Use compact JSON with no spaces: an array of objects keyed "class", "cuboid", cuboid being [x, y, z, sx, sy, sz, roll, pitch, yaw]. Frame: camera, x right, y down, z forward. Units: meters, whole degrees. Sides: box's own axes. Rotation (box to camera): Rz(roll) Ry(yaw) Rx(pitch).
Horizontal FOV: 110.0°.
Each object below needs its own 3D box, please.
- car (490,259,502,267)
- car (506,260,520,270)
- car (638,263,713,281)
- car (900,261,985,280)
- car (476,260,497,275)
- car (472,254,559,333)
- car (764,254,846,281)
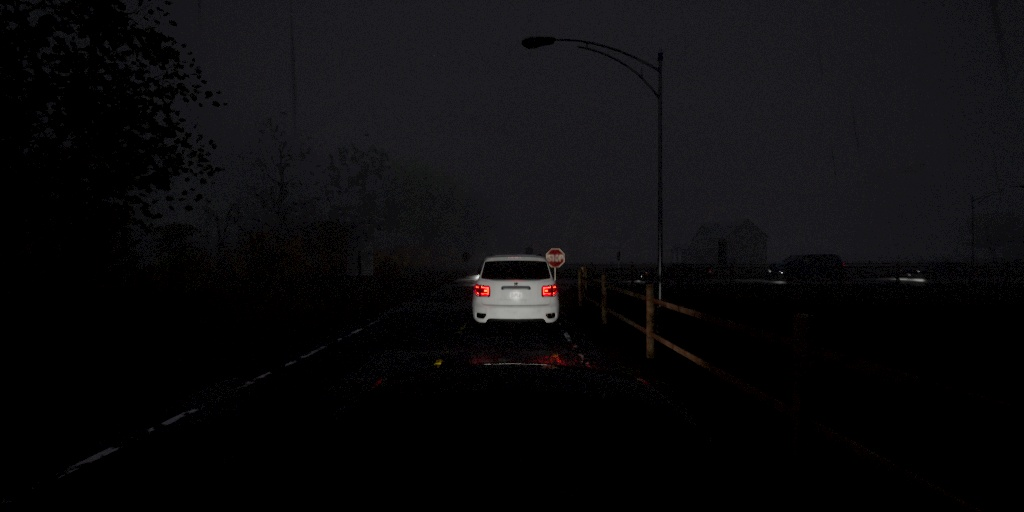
[{"class":"car","cuboid":[-2.773,1.216,63.531,1.812,1.442,4.674,0,0,1]},{"class":"car","cuboid":[0.111,1.314,51.784,1.895,1.301,4.718,0,0,0]},{"class":"car","cuboid":[12.993,1.241,28.620,5.357,1.411,2.033,0,0,0]},{"class":"car","cuboid":[34.614,1.148,28.949,5.357,1.411,2.033,0,0,-1]},{"class":"car","cuboid":[-2.722,1.223,39.590,2.128,1.511,4.902,0,0,-2]},{"class":"car","cuboid":[0.098,0.971,10.831,2.150,2.045,5.566,0,0,0]},{"class":"car","cuboid":[23.423,0.871,28.772,5.566,2.045,2.150,0,0,-1]}]
